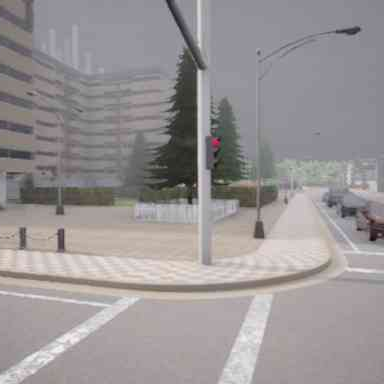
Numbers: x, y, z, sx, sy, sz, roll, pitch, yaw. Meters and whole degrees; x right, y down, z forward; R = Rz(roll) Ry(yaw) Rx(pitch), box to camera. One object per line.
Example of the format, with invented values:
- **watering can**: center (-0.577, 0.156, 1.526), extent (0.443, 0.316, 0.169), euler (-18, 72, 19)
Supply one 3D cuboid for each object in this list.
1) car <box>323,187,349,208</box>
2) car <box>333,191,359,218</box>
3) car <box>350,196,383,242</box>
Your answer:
- **car**: center (14.499, 0.507, 32.879), extent (2.150, 2.045, 5.566), euler (0, 1, 18)
- **car**: center (11.367, 0.960, 23.496), extent (1.882, 1.535, 5.008), euler (0, 1, 19)
- **car**: center (8.370, 1.151, 14.402), extent (1.882, 1.535, 5.008), euler (0, 1, 18)
